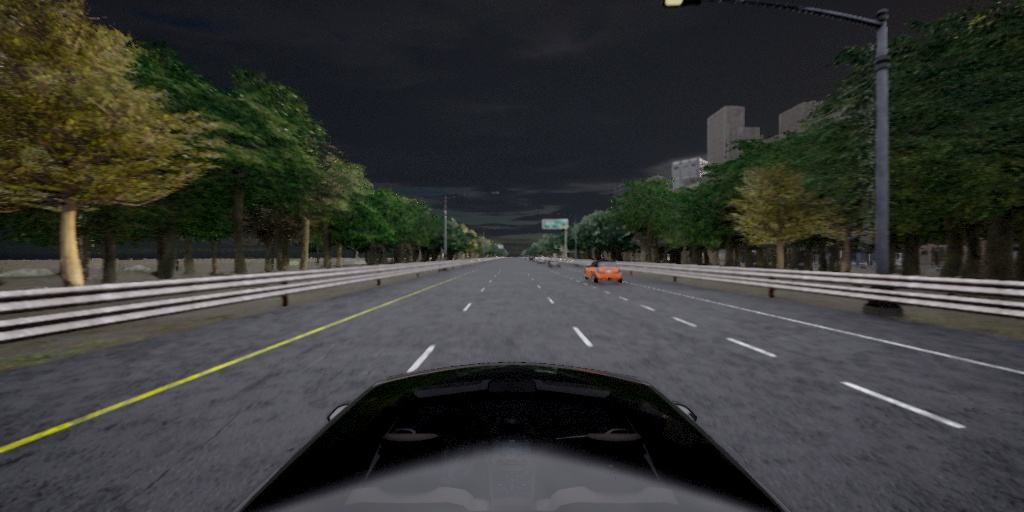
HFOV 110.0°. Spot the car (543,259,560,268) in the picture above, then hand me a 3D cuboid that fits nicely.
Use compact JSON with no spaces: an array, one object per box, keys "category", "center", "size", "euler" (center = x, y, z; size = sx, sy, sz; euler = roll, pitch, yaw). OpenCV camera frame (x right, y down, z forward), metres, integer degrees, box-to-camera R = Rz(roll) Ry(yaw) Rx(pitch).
[{"category":"car","center":[7.179,1.288,62.195],"size":[2.128,1.511,4.902],"euler":[0,0,0]}]

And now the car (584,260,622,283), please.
[{"category":"car","center":[7.028,1.121,28.126],"size":[2.097,1.767,4.553],"euler":[0,0,0]}]
